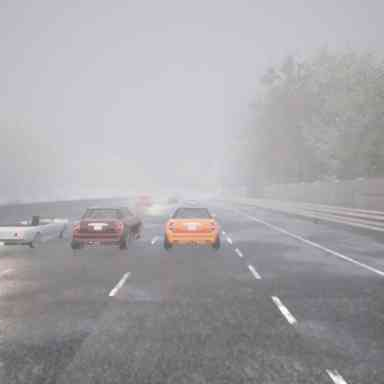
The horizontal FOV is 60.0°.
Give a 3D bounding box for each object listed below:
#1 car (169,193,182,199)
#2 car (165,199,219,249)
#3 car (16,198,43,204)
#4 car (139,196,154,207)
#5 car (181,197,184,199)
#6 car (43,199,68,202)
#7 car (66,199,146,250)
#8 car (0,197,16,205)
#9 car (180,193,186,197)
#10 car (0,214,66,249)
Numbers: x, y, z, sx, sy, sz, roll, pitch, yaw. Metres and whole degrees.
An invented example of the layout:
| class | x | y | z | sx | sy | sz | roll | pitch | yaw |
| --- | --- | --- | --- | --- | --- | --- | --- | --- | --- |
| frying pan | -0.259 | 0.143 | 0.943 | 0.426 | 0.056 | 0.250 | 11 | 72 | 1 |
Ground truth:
| class | x | y | z | sx | sy | sz | roll | pitch | yaw |
| --- | --- | --- | --- | --- | --- | --- | --- | --- | --- |
| car | -3.502 | 1.479 | 64.111 | 1.882 | 1.535 | 5.008 | 0 | 0 | 0 |
| car | 0.003 | 1.352 | 14.648 | 2.097 | 1.767 | 4.553 | 0 | 0 | 0 |
| car | -21.045 | 1.602 | 44.511 | 1.895 | 1.301 | 4.718 | 0 | 0 | 1 |
| car | -6.998 | 1.352 | 49.903 | 2.097 | 1.767 | 4.553 | 0 | 0 | 0 |
| car | 0.000 | 1.526 | 34.238 | 1.812 | 1.442 | 4.674 | 0 | 0 | 0 |
| car | -17.550 | 1.602 | 44.431 | 1.895 | 1.301 | 4.718 | 0 | 0 | 1 |
| car | -3.500 | 1.352 | 14.490 | 2.097 | 1.767 | 4.553 | 0 | 0 | 0 |
| car | -24.543 | 1.492 | 44.747 | 2.128 | 1.511 | 4.902 | 0 | 0 | 1 |
| car | -3.498 | 1.228 | 93.796 | 2.150 | 2.045 | 5.566 | 0 | 0 | 0 |
| car | -7.003 | 1.601 | 14.441 | 1.895 | 1.301 | 4.718 | 0 | 0 | 0 |
